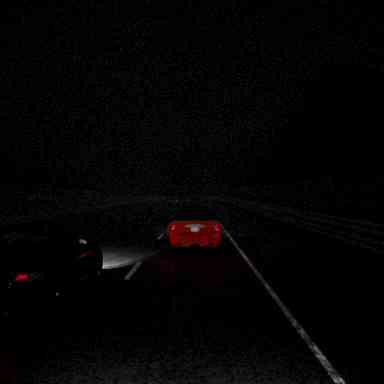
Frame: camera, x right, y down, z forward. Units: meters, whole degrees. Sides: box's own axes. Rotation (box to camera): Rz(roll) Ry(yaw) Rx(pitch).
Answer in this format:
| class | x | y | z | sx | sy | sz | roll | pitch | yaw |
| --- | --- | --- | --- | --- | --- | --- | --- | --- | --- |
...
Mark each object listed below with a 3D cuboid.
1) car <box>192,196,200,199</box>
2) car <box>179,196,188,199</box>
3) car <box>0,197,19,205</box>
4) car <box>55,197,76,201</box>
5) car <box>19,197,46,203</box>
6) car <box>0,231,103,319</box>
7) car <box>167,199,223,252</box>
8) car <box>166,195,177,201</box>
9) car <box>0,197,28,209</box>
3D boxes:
| class | x | y | z | sx | sy | sz | roll | pitch | yaw |
| --- | --- | --- | --- | --- | --- | --- | --- | --- | --- |
| car | 1.052 | 1.815 | 91.551 | 1.837 | 1.490 | 4.892 | 0 | -1 | 1 |
| car | -2.452 | 1.794 | 91.210 | 1.837 | 1.490 | 4.892 | 0 | -1 | 1 |
| car | -17.269 | 1.430 | 28.212 | 2.128 | 1.511 | 4.902 | 0 | 0 | 1 |
| car | -17.003 | 1.343 | 44.926 | 1.895 | 1.301 | 4.718 | 0 | 0 | 1 |
| car | -20.542 | 1.450 | 43.098 | 1.812 | 1.442 | 4.674 | 0 | 0 | 1 |
| car | -3.449 | 1.554 | 7.479 | 1.994 | 1.385 | 4.181 | 0 | 0 | 1 |
| car | 0.131 | 1.366 | 14.145 | 2.097 | 1.767 | 4.553 | 0 | 0 | 1 |
| car | -5.947 | 1.634 | 91.573 | 2.097 | 1.767 | 4.553 | 0 | -1 | 1 |
| car | -24.020 | 1.417 | 44.247 | 1.837 | 1.490 | 4.892 | 0 | 0 | 1 |
